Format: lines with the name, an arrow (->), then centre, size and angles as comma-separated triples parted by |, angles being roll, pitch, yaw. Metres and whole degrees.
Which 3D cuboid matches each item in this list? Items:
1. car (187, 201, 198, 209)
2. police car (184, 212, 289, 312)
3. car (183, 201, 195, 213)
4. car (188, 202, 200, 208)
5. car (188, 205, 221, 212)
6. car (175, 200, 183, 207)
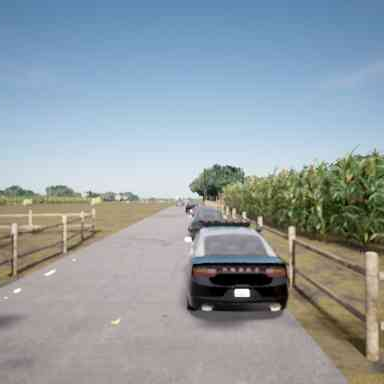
car -> 0.116, 2.324, 58.454 | 1.895, 1.301, 4.718 | 0, -1, 0
police car -> 0.840, 1.505, 8.123 | 1.930, 1.638, 5.238 | 0, -1, 0
car -> 0.098, 2.001, 44.667 | 1.882, 1.535, 5.008 | 0, -1, 0
car -> 0.872, 1.733, 24.015 | 1.882, 1.535, 5.008 | 0, -1, 0
car -> 0.859, 1.691, 18.015 | 1.837, 1.490, 4.892 | 0, -1, 0
car -> -2.608, 2.446, 71.424 | 1.812, 1.442, 4.674 | 0, -1, 0
